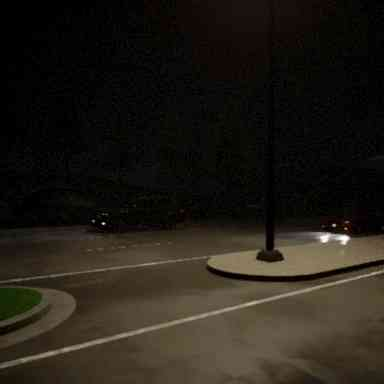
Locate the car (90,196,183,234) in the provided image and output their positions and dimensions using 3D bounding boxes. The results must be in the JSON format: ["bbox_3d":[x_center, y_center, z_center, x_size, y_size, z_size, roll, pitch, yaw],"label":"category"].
[{"bbox_3d":[-3.155,1.277,19.971,5.566,2.045,2.150,1,0,-34],"label":"car"}]

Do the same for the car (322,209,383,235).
[{"bbox_3d":[9.823,1.748,20.232,4.181,1.385,1.994,1,0,-34],"label":"car"}]
